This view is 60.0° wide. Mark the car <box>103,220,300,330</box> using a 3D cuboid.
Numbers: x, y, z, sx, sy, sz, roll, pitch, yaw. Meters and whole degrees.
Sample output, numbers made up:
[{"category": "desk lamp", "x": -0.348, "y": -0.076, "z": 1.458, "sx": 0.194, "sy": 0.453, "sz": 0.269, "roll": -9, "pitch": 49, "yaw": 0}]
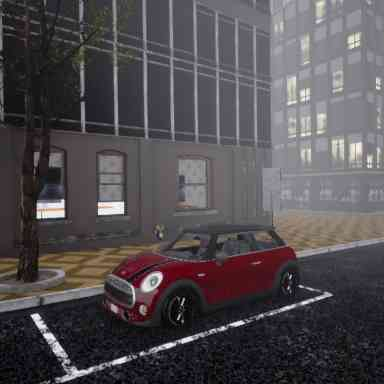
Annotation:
[{"category": "car", "x": 0.295, "y": 1.439, "z": 6.800, "sx": 4.097, "sy": 1.590, "sz": 1.967, "roll": 0, "pitch": -1, "yaw": -36}]
